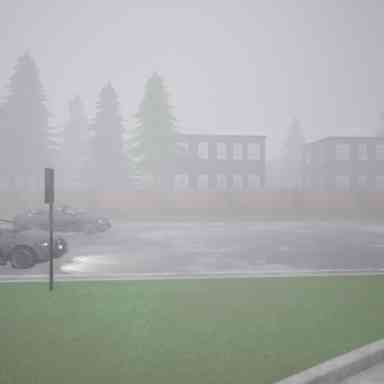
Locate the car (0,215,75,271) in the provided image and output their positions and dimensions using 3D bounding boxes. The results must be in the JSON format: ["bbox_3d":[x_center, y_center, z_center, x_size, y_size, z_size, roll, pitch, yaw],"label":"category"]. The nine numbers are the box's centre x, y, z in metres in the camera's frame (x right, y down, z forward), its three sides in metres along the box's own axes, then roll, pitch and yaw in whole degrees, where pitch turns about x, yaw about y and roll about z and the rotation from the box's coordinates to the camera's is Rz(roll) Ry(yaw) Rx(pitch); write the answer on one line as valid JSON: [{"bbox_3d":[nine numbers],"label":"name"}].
[{"bbox_3d":[-6.148,1.563,10.362,4.181,1.385,1.994,0,0,-4],"label":"car"}]

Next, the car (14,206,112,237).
[{"bbox_3d":[-6.678,1.488,17.344,4.902,1.511,2.128,0,0,-4],"label":"car"}]
